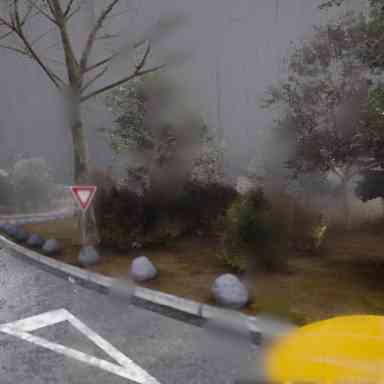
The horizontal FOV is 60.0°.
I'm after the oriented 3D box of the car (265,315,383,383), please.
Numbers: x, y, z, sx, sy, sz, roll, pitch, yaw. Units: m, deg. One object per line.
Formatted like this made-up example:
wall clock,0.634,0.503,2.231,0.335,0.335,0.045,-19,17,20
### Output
car,2.869,1.475,1.840,5.008,1.535,1.882,-1,0,35
